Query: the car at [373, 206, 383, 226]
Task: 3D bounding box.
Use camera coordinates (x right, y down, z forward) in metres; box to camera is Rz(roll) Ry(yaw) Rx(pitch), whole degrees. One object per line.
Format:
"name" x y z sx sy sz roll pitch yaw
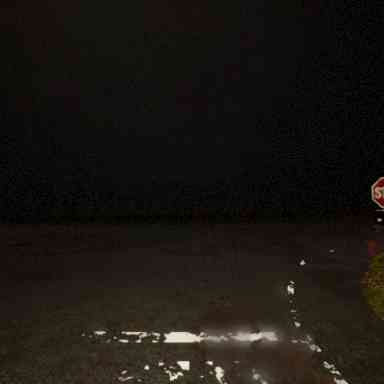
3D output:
"car" 10.859 0.981 15.062 4.902 1.511 2.128 -2 -3 -1
